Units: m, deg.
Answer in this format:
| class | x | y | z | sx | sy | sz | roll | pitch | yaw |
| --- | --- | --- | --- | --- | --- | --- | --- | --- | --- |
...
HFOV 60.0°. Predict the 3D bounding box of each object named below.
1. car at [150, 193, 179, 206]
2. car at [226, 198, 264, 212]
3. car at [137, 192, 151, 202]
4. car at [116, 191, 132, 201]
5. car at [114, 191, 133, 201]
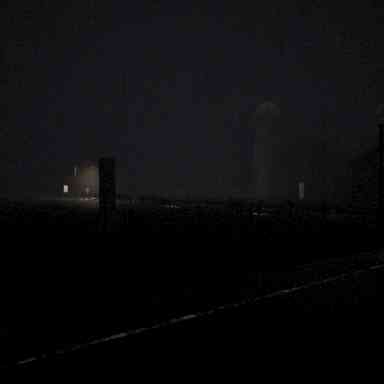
| class | x | y | z | sx | sy | sz | roll | pitch | yaw |
| --- | --- | --- | --- | --- | --- | --- | --- | --- | --- |
| car | -3.664 | 1.154 | 47.386 | 1.812 | 1.442 | 4.674 | -1 | 1 | -36 |
| car | 5.454 | 1.340 | 34.738 | 1.994 | 1.385 | 4.181 | -1 | 1 | -36 |
| car | -7.829 | 0.850 | 58.073 | 2.097 | 1.767 | 4.553 | -1 | 1 | -35 |
| car | -12.948 | 0.545 | 60.395 | 2.097 | 1.767 | 4.553 | -1 | 1 | -36 |
| car | -13.611 | 0.753 | 66.016 | 2.097 | 1.767 | 4.553 | -1 | 1 | -36 |
